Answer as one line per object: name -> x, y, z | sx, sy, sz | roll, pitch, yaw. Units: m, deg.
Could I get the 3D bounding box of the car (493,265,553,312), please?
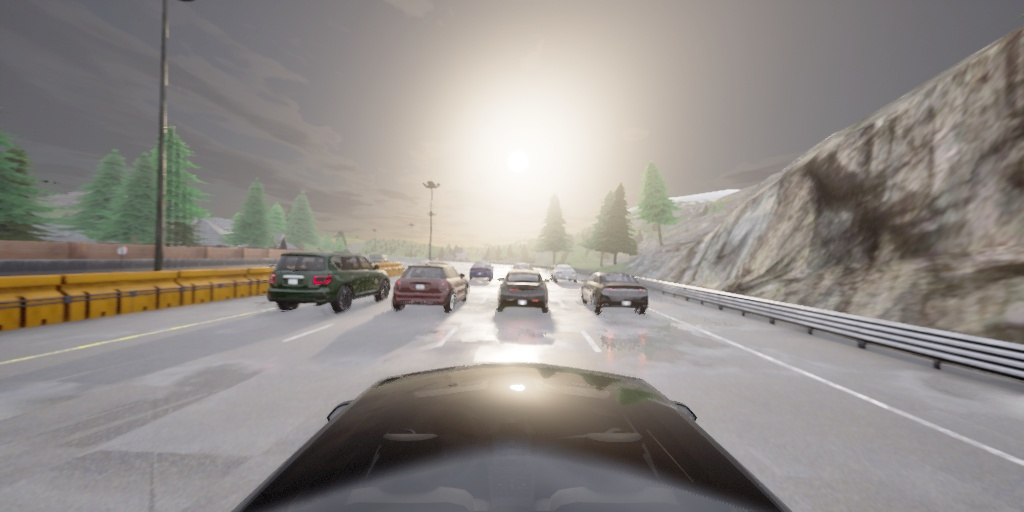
car -> 0.466, 1.320, 14.601 | 1.837, 1.490, 4.892 | 1, 0, 3

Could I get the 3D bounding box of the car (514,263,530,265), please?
car -> 0.870, 1.369, 31.554 | 1.882, 1.535, 5.008 | 1, 0, 0

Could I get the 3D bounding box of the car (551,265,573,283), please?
car -> 4.359, 1.488, 30.633 | 1.812, 1.442, 4.674 | 1, 0, 0

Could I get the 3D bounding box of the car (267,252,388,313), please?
car -> -6.575, 0.881, 13.632 | 2.150, 2.045, 5.566 | 1, 0, 3

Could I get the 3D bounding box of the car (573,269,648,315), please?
car -> 3.964, 1.380, 14.487 | 2.128, 1.511, 4.902 | 1, 0, 3

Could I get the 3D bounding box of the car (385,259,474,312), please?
car -> -3.044, 1.087, 14.359 | 2.097, 1.767, 4.553 | 1, 0, 3

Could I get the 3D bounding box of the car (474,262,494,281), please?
car -> -2.625, 1.294, 31.679 | 1.882, 1.535, 5.008 | 1, 0, 0
